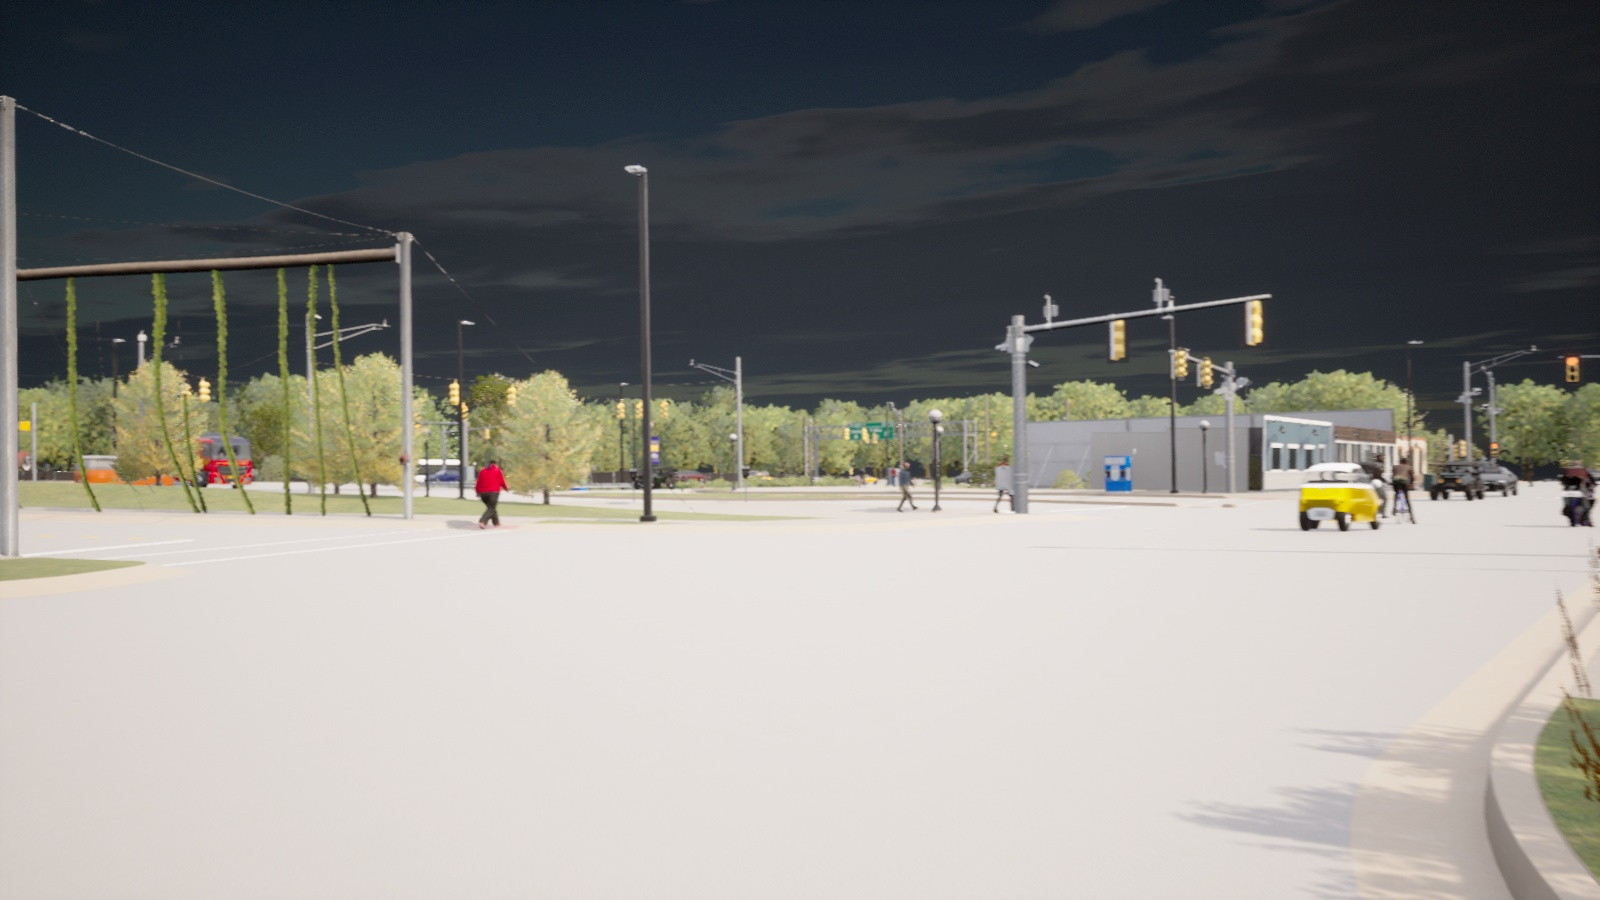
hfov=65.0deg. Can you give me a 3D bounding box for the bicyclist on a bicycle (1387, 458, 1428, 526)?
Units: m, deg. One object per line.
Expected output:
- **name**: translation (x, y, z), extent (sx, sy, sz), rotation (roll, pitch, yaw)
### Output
- **bicyclist on a bicycle**: translation (14.803, 1.028, 30.590), extent (0.582, 1.620, 1.656), rotation (-1, -3, 36)

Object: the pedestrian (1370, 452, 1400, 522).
- **pedestrian**: translation (16.283, 1.034, 34.936), extent (0.666, 1.930, 0.402), rotation (-1, -1, 35)

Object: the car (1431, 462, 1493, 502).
- **car**: translation (32.355, 1.547, 61.318), extent (1.905, 1.878, 3.866), rotation (-1, -1, 39)

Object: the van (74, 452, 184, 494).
- **van**: translation (-33.057, 1.176, 61.964), extent (1.775, 1.987, 4.442), rotation (-1, -2, 37)

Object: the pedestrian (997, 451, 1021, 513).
- **pedestrian**: translation (6.313, 0.969, 37.875), extent (0.636, 1.846, 0.331), rotation (0, -1, -33)

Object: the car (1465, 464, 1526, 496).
- **car**: translation (38.122, 1.615, 68.781), extent (2.152, 1.651, 5.027), rotation (-1, -1, 37)

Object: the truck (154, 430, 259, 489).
- **truck**: translation (-40.552, 0.586, 85.676), extent (8.468, 3.827, 2.891), rotation (1, -1, 38)

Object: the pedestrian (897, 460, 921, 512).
- **pedestrian**: translation (3.895, 1.290, 44.815), extent (0.726, 1.842, 0.402), rotation (-1, -1, 38)

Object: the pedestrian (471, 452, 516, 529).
- **pedestrian**: translation (-7.491, 0.976, 30.726), extent (0.634, 1.844, 0.899), rotation (-1, -1, 21)

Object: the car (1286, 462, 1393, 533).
- **car**: translation (10.985, 0.956, 25.525), extent (1.481, 1.376, 2.207), rotation (-1, -2, 37)

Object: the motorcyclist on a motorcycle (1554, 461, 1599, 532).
- **motorcyclist on a motorcycle**: translation (17.527, 1.034, 28.068), extent (0.866, 1.530, 2.191), rotation (-1, -3, 38)
